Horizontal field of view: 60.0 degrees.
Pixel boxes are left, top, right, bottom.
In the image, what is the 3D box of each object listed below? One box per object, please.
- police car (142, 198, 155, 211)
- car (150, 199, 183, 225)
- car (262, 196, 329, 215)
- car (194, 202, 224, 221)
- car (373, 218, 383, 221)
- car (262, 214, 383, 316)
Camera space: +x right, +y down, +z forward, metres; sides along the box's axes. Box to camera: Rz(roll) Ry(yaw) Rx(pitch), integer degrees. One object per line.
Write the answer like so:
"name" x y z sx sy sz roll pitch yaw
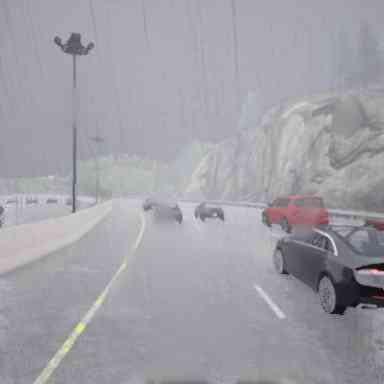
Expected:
"police car" -5.252 1.576 42.633 2.038 1.542 4.974 0 0 -14
"car" -1.797 1.528 24.673 2.128 1.511 4.902 0 0 -8
"car" 5.918 1.234 19.617 2.150 2.045 5.566 0 0 -6
"car" 1.383 1.559 27.172 1.812 1.442 4.674 0 0 -8
"car" 9.862 1.598 14.933 1.895 1.301 4.718 0 0 -5
"car" 3.318 1.494 7.545 2.128 1.511 4.902 0 0 -3
